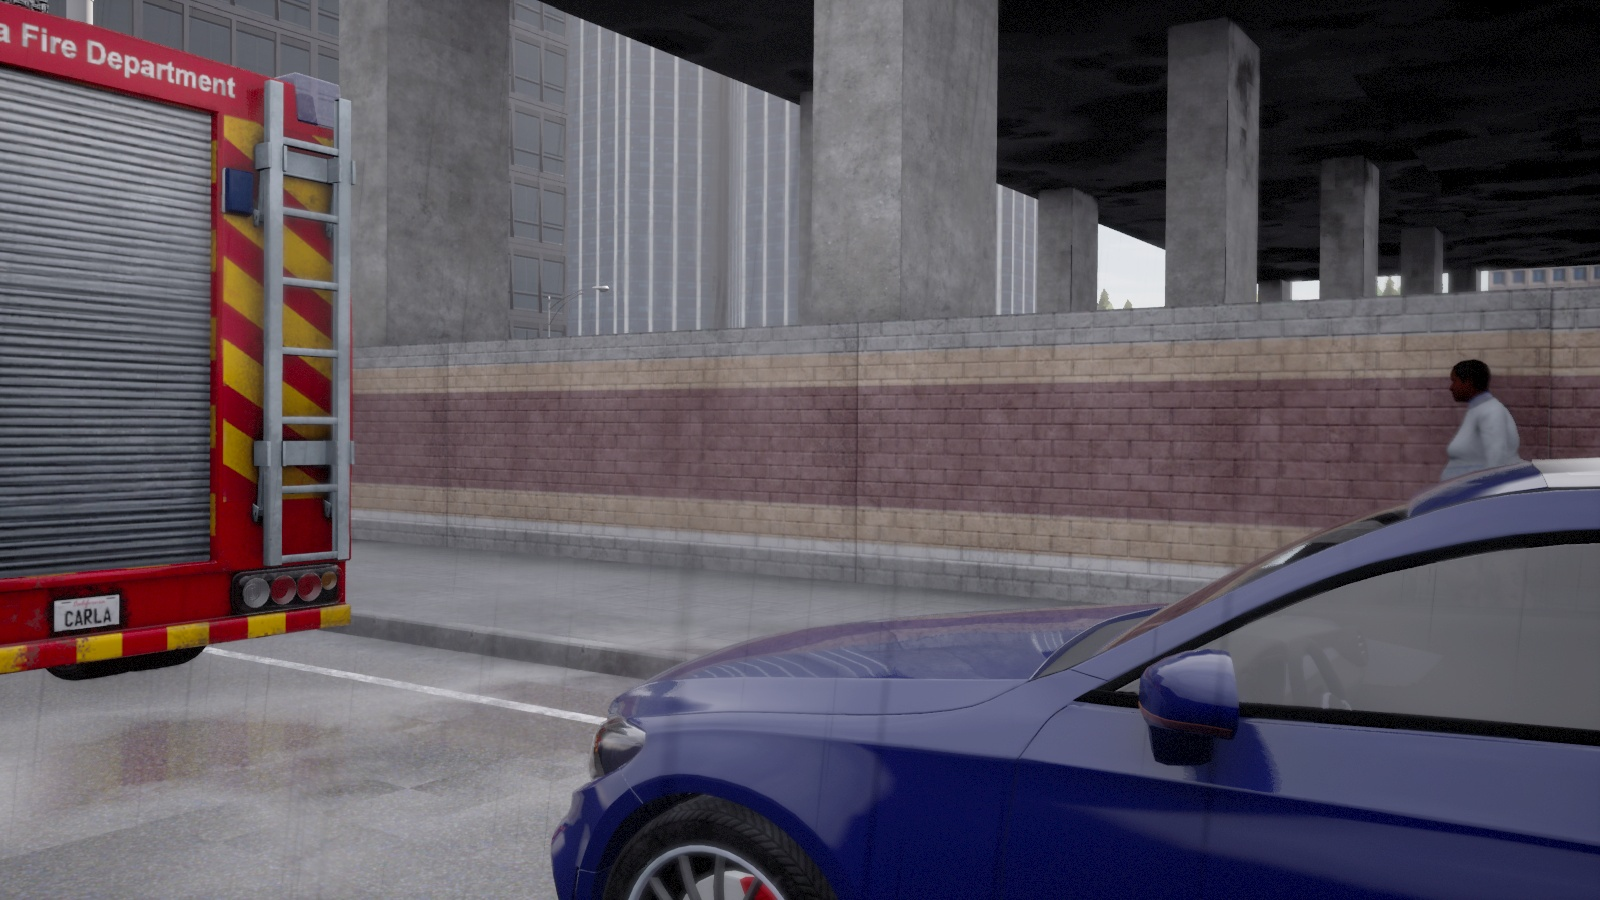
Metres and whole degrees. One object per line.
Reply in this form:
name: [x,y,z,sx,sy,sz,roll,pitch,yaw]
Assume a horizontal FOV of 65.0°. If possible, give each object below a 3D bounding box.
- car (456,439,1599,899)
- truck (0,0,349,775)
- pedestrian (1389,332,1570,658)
car: [1.618,0.708,2.546,4.674,1.442,1.812,0,1,33]
truck: [-6.880,-0.483,8.172,8.468,3.827,2.891,0,1,34]
pedestrian: [4.218,0.251,7.775,0.900,1.855,0.874,0,1,34]
